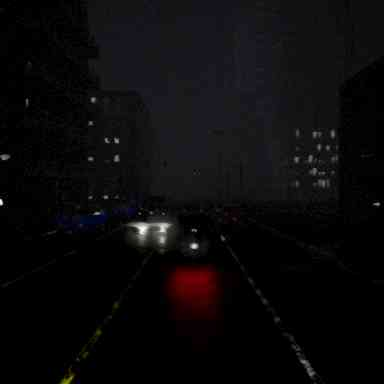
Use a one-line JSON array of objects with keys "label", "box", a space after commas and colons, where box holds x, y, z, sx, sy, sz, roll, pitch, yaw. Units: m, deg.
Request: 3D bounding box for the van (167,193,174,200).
[{"label": "van", "box": [-5.737, 1.313, 89.347, 1.690, 1.788, 3.998, -1, 0, 0]}]

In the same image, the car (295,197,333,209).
[{"label": "car", "box": [16.700, 1.708, 46.491, 4.403, 1.369, 2.008, 0, 1, 1]}]

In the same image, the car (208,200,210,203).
[{"label": "car", "box": [2.669, 1.591, 28.735, 1.802, 1.307, 4.206, -1, 0, 0]}]

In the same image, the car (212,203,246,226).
[{"label": "car", "box": [2.670, 1.553, 23.155, 1.887, 1.381, 4.507, -1, 0, 0]}]

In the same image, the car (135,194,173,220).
[{"label": "car", "box": [-3.095, 1.229, 28.198, 2.150, 2.045, 5.566, 0, 0, 0]}]

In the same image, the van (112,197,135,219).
[{"label": "van", "box": [-5.715, 1.350, 28.697, 1.690, 1.788, 3.998, -1, 0, 0]}]

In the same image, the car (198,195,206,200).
[{"label": "car", "box": [2.613, 1.517, 89.383, 1.887, 1.381, 4.507, -1, 0, 0]}]

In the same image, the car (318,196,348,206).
[{"label": "car", "box": [23.357, 1.495, 55.040, 4.097, 1.590, 1.967, 0, 1, 1]}]

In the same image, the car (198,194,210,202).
[{"label": "car", "box": [2.622, 1.541, 66.800, 1.887, 1.381, 4.507, -1, 0, 0]}]

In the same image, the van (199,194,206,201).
[{"label": "van", "box": [2.613, 1.320, 83.737, 1.690, 1.788, 3.998, -1, 0, 0]}]

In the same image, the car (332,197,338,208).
[{"label": "car", "box": [22.182, 1.748, 46.418, 4.313, 1.339, 1.947, 0, 1, 1]}]

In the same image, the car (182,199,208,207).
[{"label": "car", "box": [0.070, 1.572, 28.399, 1.994, 1.385, 4.181, 0, 0, 0]}]

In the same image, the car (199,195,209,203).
[{"label": "car", "box": [2.618, 1.431, 72.445, 1.967, 1.590, 4.097, -1, 0, 0]}]

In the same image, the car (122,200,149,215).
[{"label": "car", "box": [-5.714, 1.560, 34.276, 2.008, 1.369, 4.403, -1, 0, 0]}]

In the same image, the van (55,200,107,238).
[{"label": "van", "box": [-5.711, 1.349, 17.534, 1.690, 1.788, 3.998, -1, 0, 0]}]

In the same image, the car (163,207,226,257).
[{"label": "car", "box": [0.077, 1.508, 12.957, 1.837, 1.490, 4.892, 0, -1, 0]}]
